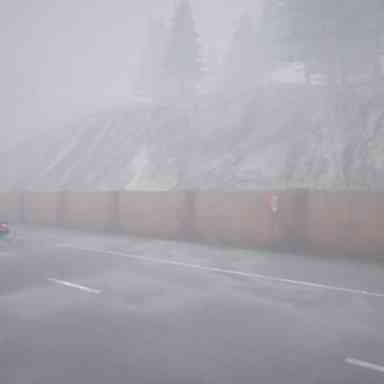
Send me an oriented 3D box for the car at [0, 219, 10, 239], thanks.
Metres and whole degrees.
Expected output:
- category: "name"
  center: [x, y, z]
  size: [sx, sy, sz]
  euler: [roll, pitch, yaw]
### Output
- category: "car"
  center: [-11.083, 1.627, 16.586]
  size: [5.357, 1.411, 2.033]
  euler: [0, 0, 38]
